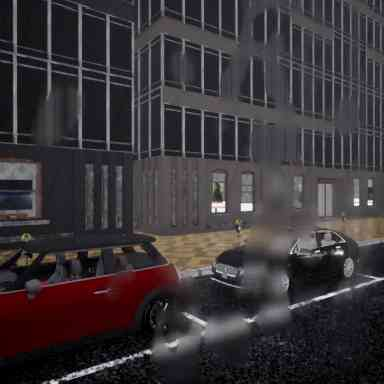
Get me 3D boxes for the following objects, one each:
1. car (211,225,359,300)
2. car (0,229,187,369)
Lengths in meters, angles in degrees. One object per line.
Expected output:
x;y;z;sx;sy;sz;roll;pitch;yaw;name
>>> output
2.467;1.550;8.321;4.403;1.369;2.008;0;0;-36;car
-2.166;1.440;5.016;4.097;1.590;1.967;0;0;-36;car
